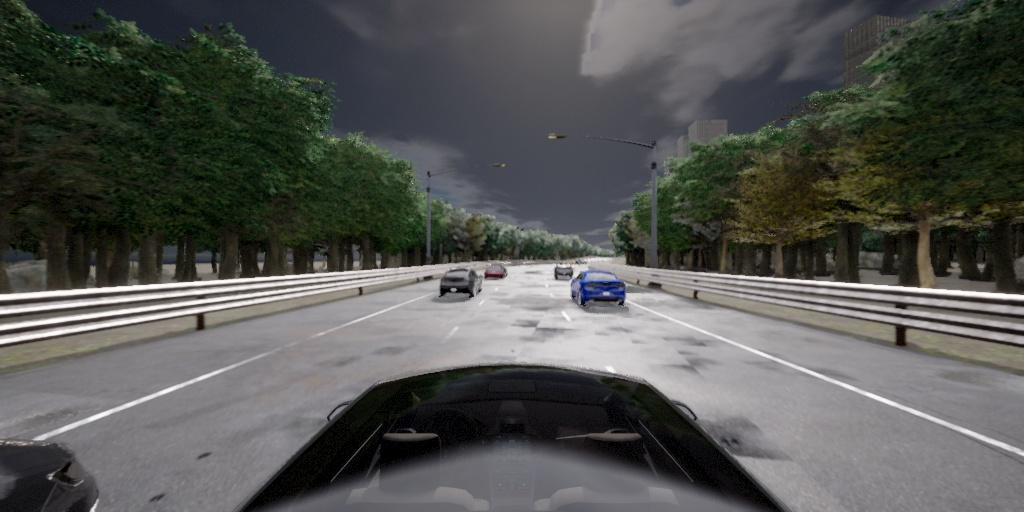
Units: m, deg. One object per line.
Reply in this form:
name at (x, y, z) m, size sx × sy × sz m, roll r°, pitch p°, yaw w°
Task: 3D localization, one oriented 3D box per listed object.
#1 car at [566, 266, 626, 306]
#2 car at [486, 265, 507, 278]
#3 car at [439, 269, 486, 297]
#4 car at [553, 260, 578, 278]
car at (3.979, 1.427, 17.197) m, size 1.882 × 1.535 × 5.008 m, roll 0°, pitch -1°, yaw 2°
car at (-1.644, 1.587, 37.891) m, size 1.994 × 1.385 × 4.181 m, roll 0°, pitch 0°, yaw 5°
car at (-2.859, 1.481, 20.713) m, size 1.837 × 1.490 × 4.892 m, roll 0°, pitch 0°, yaw 3°
car at (5.328, 1.511, 37.281) m, size 2.128 × 1.511 × 4.902 m, roll 0°, pitch 0°, yaw 5°
